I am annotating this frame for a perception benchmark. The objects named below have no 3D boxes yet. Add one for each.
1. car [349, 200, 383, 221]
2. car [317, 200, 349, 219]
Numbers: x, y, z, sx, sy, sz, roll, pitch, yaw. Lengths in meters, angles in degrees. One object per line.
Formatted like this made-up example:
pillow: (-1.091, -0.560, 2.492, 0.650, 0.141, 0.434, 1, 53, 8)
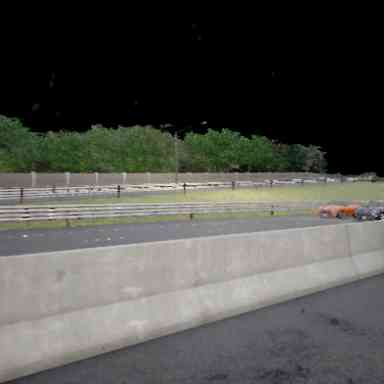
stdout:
car: (15.793, 1.529, 28.258, 4.553, 1.767, 2.097, 1, 0, -36)
car: (13.716, 1.529, 31.075, 4.553, 1.767, 2.097, 1, 0, -36)
